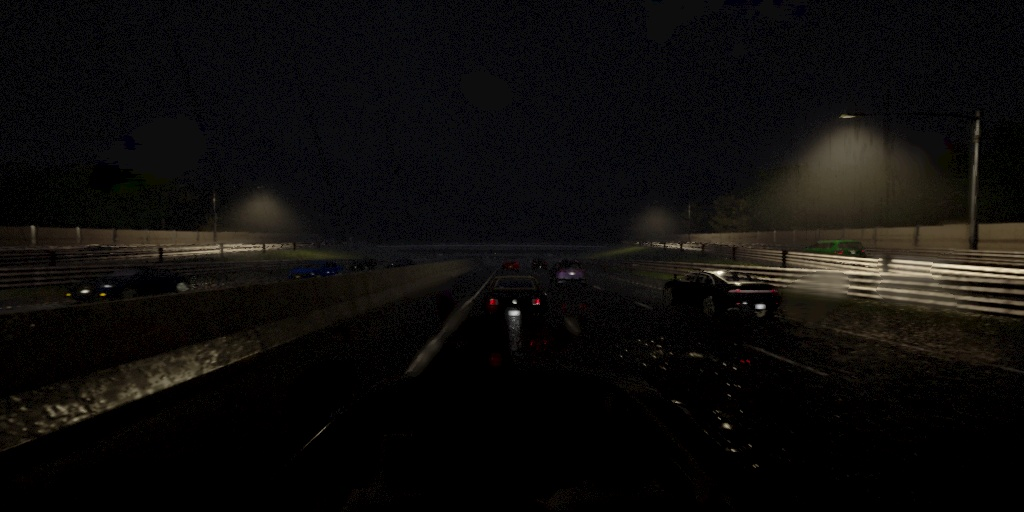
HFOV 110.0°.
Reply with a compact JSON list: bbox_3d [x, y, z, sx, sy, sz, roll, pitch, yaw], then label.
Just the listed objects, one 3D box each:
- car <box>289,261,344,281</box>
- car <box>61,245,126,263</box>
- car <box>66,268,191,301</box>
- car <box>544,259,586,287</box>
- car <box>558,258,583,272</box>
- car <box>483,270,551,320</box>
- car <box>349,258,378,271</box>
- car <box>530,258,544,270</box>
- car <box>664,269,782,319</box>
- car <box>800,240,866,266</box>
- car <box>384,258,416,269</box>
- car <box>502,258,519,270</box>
[{"bbox_3d":[-14.161,1.113,26.207,1.882,1.535,5.008,0,0,0],"label":"car"},{"bbox_3d":[-38.609,-0.230,33.184,2.128,1.511,4.902,0,3,-13],"label":"car"},{"bbox_3d":[-17.631,1.265,16.790,1.994,1.385,4.181,0,0,0],"label":"car"},{"bbox_3d":[3.540,1.084,23.450,2.033,1.649,4.856,0,0,0],"label":"car"},{"bbox_3d":[6.816,1.037,42.557,2.128,1.511,4.902,0,0,-1],"label":"car"},{"bbox_3d":[0.081,1.328,12.470,1.895,1.301,4.718,0,0,0],"label":"car"},{"bbox_3d":[-17.725,1.050,43.018,1.837,1.490,4.892,0,0,0],"label":"car"},{"bbox_3d":[3.386,1.041,45.631,1.837,1.490,4.892,0,0,-1],"label":"car"},{"bbox_3d":[7.080,1.217,12.673,2.128,1.511,4.902,0,0,0],"label":"car"},{"bbox_3d":[26.056,-0.269,29.304,2.150,2.045,5.566,0,3,14],"label":"car"},{"bbox_3d":[-10.703,1.128,34.661,2.033,1.411,5.357,0,0,0],"label":"car"},{"bbox_3d":[-0.180,1.025,42.087,1.882,1.535,5.008,0,0,0],"label":"car"}]
